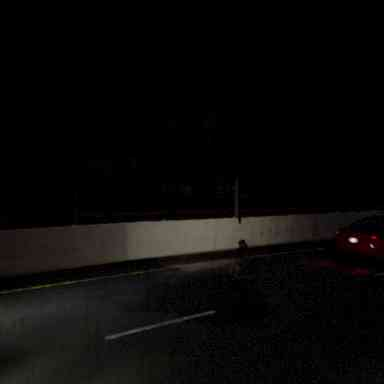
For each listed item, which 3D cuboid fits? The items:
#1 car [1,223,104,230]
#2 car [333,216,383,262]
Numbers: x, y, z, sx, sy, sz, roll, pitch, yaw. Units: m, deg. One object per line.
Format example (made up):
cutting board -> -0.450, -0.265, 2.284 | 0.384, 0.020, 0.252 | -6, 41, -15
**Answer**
car -> -5.956, 1.503, 12.484 | 5.357, 1.411, 2.033 | 0, 0, -34
car -> 6.992, 1.527, 11.700 | 4.181, 1.385, 1.994 | 0, 0, -28
